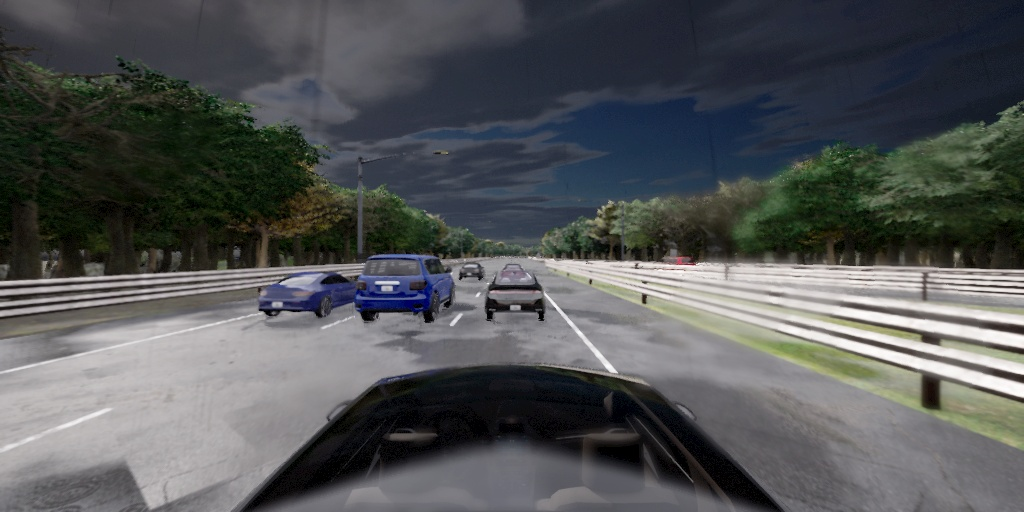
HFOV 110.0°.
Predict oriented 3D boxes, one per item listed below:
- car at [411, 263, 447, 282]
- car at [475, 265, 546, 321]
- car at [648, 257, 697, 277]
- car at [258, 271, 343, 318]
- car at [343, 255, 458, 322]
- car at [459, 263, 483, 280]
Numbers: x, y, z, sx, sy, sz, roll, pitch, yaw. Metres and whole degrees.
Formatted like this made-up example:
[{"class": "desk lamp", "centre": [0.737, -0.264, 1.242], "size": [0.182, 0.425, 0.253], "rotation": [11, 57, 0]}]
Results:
[{"class": "car", "centre": [-6.899, 1.312, 30.177], "size": [1.994, 1.385, 4.181], "rotation": [1, 0, 0]}, {"class": "car", "centre": [0.100, 1.249, 12.558], "size": [2.128, 1.511, 4.902], "rotation": [0, 0, 0]}, {"class": "car", "centre": [16.884, 1.135, 38.036], "size": [2.150, 2.045, 5.566], "rotation": [0, 0, -17]}, {"class": "car", "centre": [-6.889, 1.268, 12.838], "size": [1.812, 1.442, 4.674], "rotation": [1, 0, 0]}, {"class": "car", "centre": [-3.409, 0.979, 12.416], "size": [2.150, 2.045, 5.566], "rotation": [0, 0, 0]}, {"class": "car", "centre": [-3.395, 1.288, 30.724], "size": [1.812, 1.442, 4.674], "rotation": [1, -1, 0]}]
